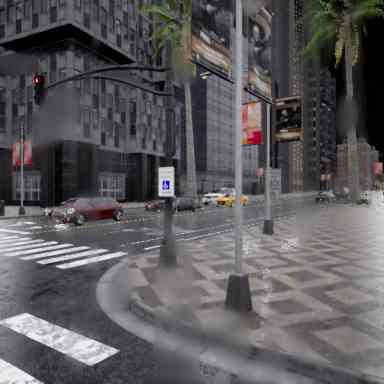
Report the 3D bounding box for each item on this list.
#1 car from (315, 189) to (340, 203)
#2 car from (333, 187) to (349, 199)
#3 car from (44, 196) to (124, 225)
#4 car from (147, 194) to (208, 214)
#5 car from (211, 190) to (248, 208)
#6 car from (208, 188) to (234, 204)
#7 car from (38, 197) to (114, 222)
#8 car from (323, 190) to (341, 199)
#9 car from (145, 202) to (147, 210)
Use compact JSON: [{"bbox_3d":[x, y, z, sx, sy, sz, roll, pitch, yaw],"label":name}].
[{"bbox_3d":[17.866,0.677,44.451,1.837,1.490,4.892,0,1,35],"label":"car"},{"bbox_3d":[23.727,0.232,52.731,2.150,2.045,5.566,0,1,36],"label":"car"},{"bbox_3d":[-6.647,1.075,21.437,2.097,1.767,4.553,0,1,35],"label":"car"},{"bbox_3d":[-1.171,1.103,29.170,2.033,1.411,5.357,0,1,35],"label":"car"},{"bbox_3d":[4.535,0.864,37.209,1.882,1.535,5.008,0,1,35],"label":"car"},{"bbox_3d":[3.519,0.555,41.384,2.150,2.045,5.566,0,1,35],"label":"car"},{"bbox_3d":[-8.412,1.182,24.550,2.128,1.511,4.902,0,1,36],"label":"car"},{"bbox_3d":[25.813,0.353,61.290,1.882,1.535,5.008,0,1,36],"label":"car"},{"bbox_3d":[-2.606,1.040,32.753,1.812,1.442,4.674,0,1,35],"label":"car"}]
